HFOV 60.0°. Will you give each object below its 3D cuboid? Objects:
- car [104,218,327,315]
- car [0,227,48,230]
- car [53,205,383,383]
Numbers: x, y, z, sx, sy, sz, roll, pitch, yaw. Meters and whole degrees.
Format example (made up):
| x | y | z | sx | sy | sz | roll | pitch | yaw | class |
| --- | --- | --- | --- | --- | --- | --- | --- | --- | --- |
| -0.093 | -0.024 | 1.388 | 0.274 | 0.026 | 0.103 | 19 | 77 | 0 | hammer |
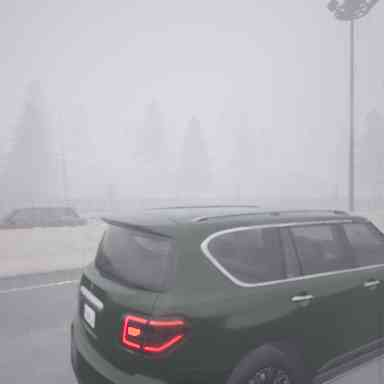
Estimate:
| x | y | z | sx | sy | sz | roll | pitch | yaw | class |
| --- | --- | --- | --- | --- | --- | --- | --- | --- | --- |
| 0.764 | 1.519 | 8.284 | 5.357 | 1.411 | 2.033 | 0 | 0 | -32 | car |
| -6.193 | 1.292 | 12.238 | 4.553 | 1.767 | 2.097 | 0 | 0 | -34 | car |
| 1.325 | 1.208 | 4.470 | 5.566 | 2.045 | 2.150 | 0 | 0 | -33 | car |
